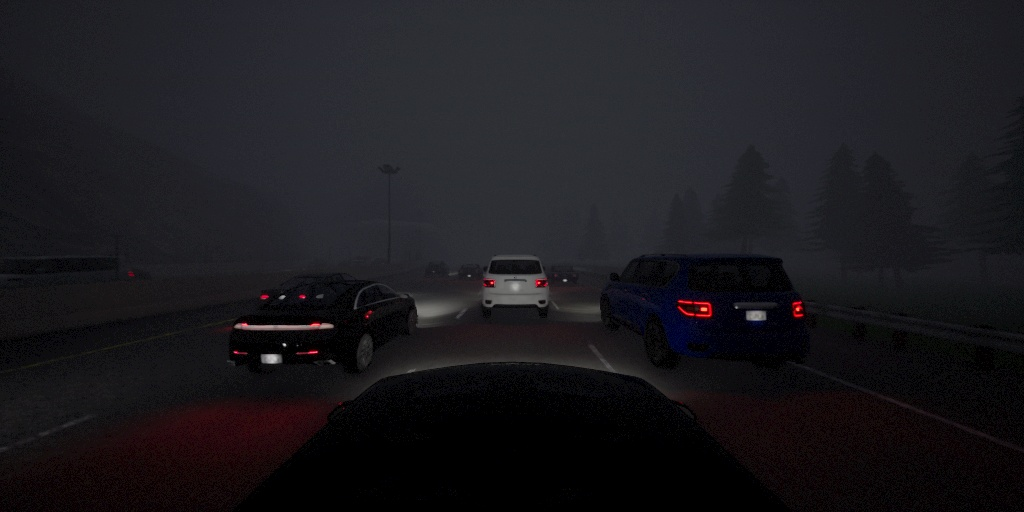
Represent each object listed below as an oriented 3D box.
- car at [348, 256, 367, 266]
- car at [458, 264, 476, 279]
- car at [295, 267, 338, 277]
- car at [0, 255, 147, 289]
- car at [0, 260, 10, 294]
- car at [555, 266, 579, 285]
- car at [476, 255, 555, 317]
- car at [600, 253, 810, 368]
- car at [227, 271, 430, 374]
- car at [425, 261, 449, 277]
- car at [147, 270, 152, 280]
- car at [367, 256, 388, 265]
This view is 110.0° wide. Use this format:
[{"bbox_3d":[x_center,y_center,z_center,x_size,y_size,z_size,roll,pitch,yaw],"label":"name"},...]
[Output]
[{"bbox_3d":[-24.181,0.972,57.921,2.150,2.045,5.566,0,0,-10],"label":"car"},{"bbox_3d":[-3.639,1.351,31.936,1.895,1.301,4.718,0,0,-2],"label":"car"},{"bbox_3d":[-6.899,1.298,13.345,2.033,1.411,5.357,0,0,0],"label":"car"},{"bbox_3d":[-17.604,0.972,13.343,2.150,2.045,5.566,0,0,0],"label":"car"},{"bbox_3d":[-28.115,1.103,17.058,2.097,1.767,4.553,0,0,0],"label":"car"},{"bbox_3d":[3.534,1.351,26.357,1.895,1.301,4.718,0,0,-1],"label":"car"},{"bbox_3d":[0.100,0.971,13.276,2.150,2.045,5.566,0,0,0],"label":"car"},{"bbox_3d":[3.600,0.971,7.970,2.150,2.045,5.566,0,0,0],"label":"car"},{"bbox_3d":[-3.400,1.242,7.499,2.128,1.511,4.902,0,0,0],"label":"car"},{"bbox_3d":[-7.323,1.242,35.338,2.128,1.511,4.902,0,0,-3],"label":"car"},{"bbox_3d":[-24.631,1.277,21.713,1.812,1.442,4.674,0,0,-1],"label":"car"},{"bbox_3d":[-20.140,1.103,54.665,2.097,1.767,4.553,0,0,-9],"label":"car"}]
